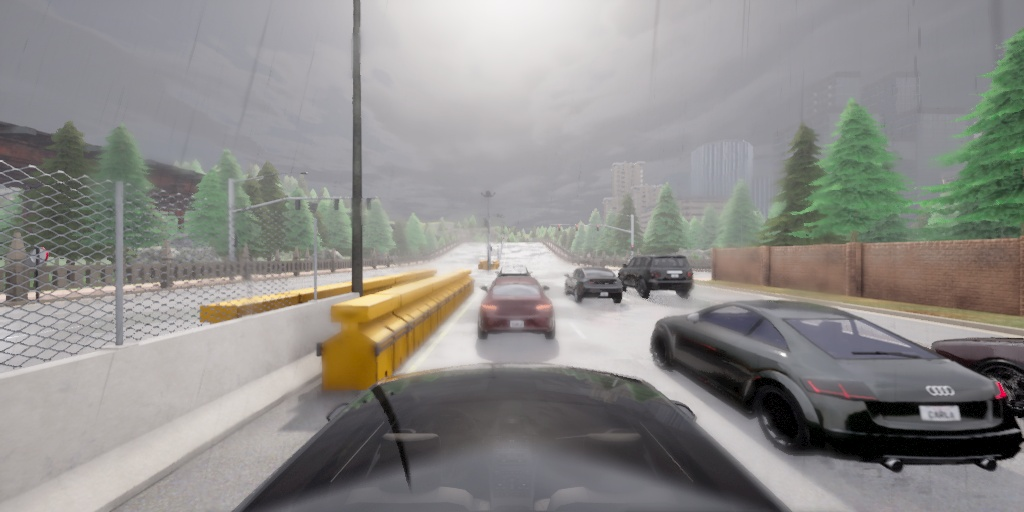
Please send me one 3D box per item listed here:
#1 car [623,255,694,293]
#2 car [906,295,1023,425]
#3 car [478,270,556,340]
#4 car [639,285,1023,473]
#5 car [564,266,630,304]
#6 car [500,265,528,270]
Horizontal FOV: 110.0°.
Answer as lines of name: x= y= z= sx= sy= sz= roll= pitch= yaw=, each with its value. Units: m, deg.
car: x=7.105 y=0.965 z=18.320 sx=2.150 sy=2.045 sz=5.566 roll=0 pitch=0 yaw=0
car: x=7.103 y=1.296 z=2.859 sx=2.033 sy=1.411 sz=5.357 roll=0 pitch=0 yaw=0
car: x=0.104 y=1.274 z=9.884 sx=1.812 sy=1.442 sz=4.674 roll=0 pitch=0 yaw=0
car: x=3.611 y=1.313 z=5.066 sx=1.994 sy=1.385 sz=4.181 roll=0 pitch=0 yaw=-1
car: x=3.605 y=1.252 z=16.424 sx=1.837 sy=1.490 sz=4.892 roll=0 pitch=0 yaw=0
car: x=0.107 y=1.238 z=19.130 sx=2.128 sy=1.511 sz=4.902 roll=0 pitch=0 yaw=0
